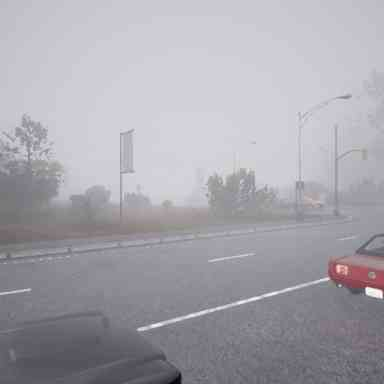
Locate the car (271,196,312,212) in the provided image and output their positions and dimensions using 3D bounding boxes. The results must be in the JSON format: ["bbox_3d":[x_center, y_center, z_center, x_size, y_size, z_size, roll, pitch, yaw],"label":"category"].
[{"bbox_3d":[10.131,1.404,36.080,1.895,1.301,4.718,-1,0,-39],"label":"car"}]

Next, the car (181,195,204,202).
[{"bbox_3d":[0.010,1.277,65.715,2.033,1.411,5.357,-1,0,-38],"label":"car"}]

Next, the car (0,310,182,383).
[{"bbox_3d":[-2.331,1.602,2.072,4.718,1.301,1.895,0,0,-36],"label":"car"}]

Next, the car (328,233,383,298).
[{"bbox_3d":[5.195,1.569,7.466,4.718,1.301,1.895,0,0,-36],"label":"car"}]

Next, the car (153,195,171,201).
[{"bbox_3d":[-6.722,1.331,73.983,1.895,1.301,4.718,-1,0,-38],"label":"car"}]

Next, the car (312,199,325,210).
[{"bbox_3d":[12.756,1.253,38.402,1.882,1.535,5.008,-1,0,-39],"label":"car"}]
